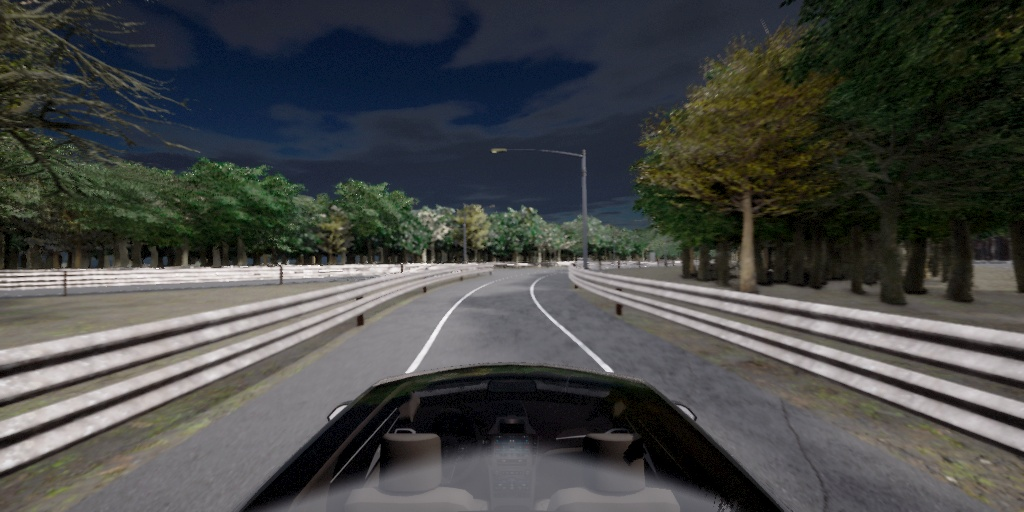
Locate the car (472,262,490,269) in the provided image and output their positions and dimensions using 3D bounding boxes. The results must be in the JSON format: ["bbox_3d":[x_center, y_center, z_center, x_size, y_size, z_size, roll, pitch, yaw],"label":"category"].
[{"bbox_3d":[-4.621,1.571,49.066,1.812,1.442,4.674,-2,-1,41],"label":"car"}]

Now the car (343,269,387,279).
[{"bbox_3d":[-15.191,1.582,37.055,1.994,1.385,4.181,-2,-1,41],"label":"car"}]
